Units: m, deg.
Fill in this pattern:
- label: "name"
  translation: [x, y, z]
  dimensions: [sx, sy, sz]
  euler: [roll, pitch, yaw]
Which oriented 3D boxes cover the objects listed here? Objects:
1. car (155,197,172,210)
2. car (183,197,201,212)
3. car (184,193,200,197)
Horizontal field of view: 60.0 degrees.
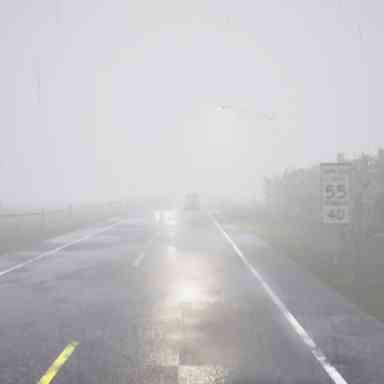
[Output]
- label: "car"
  translation: [-3.486, 1.438, 41.579]
  dimensions: [2.128, 1.511, 4.902]
  euler: [0, 0, 0]
- label: "car"
  translation: [0.013, 1.556, 37.430]
  dimensions: [1.895, 1.301, 4.718]
  euler: [0, 0, 0]
- label: "car"
  translation: [0.019, 1.154, 47.760]
  dimensions: [2.150, 2.045, 5.566]
  euler: [0, 0, 0]
